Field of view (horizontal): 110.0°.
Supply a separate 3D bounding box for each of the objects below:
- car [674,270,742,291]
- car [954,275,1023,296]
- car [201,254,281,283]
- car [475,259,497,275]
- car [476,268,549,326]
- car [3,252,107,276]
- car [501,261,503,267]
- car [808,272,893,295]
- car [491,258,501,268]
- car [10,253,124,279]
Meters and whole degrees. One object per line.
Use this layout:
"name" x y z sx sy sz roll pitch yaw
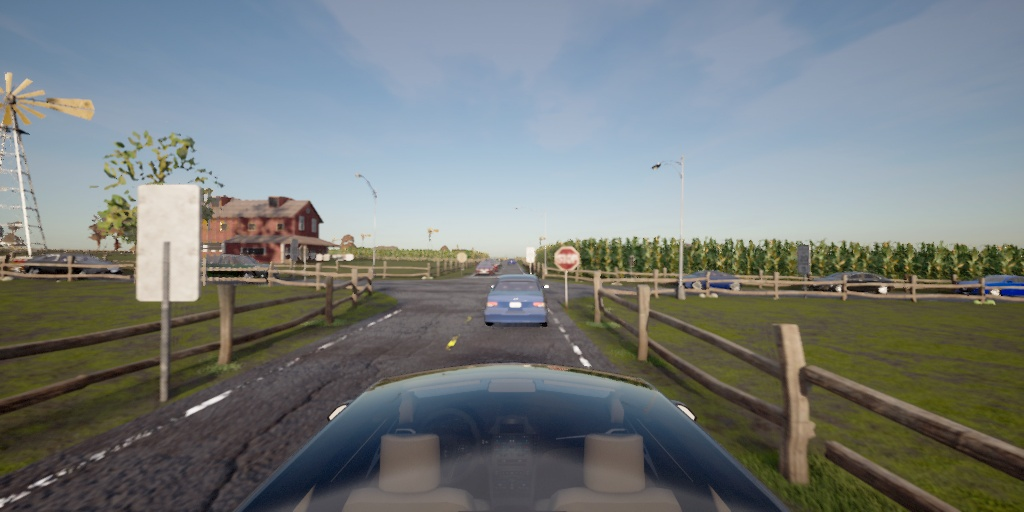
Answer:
"car" 13.599 1.691 25.025 4.181 1.385 1.994 1 -1 -1
"car" 33.882 2.073 24.853 5.008 1.535 1.882 1 -1 1
"car" -17.042 0.727 22.323 4.553 1.767 2.097 1 -1 0
"car" -2.823 1.307 37.969 1.812 1.442 4.674 0 0 -1
"car" 0.229 1.303 11.729 2.033 1.411 5.357 0 0 3
"car" -32.228 0.534 25.392 5.008 1.535 1.882 1 -1 0
"car" -2.838 1.162 56.698 2.097 1.767 4.553 0 0 0
"car" 23.473 1.860 24.942 4.892 1.490 1.837 1 -1 1
"car" -2.850 1.146 47.007 2.097 1.767 4.553 0 0 0
"car" -27.251 0.629 22.404 4.902 1.511 2.128 1 -1 0
